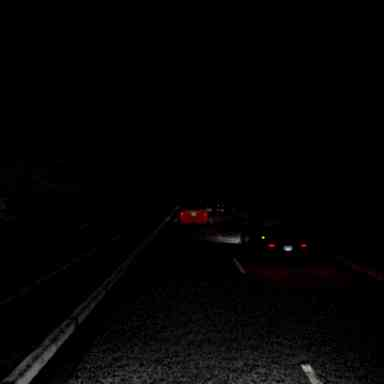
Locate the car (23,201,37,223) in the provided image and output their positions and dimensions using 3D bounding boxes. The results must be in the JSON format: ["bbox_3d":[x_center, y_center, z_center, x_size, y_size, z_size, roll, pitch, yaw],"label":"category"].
[{"bbox_3d":[-13.858,1.659,23.431,4.792,1.488,2.163,-1,0,-20],"label":"car"}]

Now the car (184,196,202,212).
[{"bbox_3d":[0.093,1.420,41.051,2.097,1.767,4.553,0,0,0],"label":"car"}]

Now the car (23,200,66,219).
[{"bbox_3d":[-13.862,1.493,29.445,4.553,1.767,2.185,-1,0,-20],"label":"car"}]

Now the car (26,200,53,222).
[{"bbox_3d":[-13.833,1.670,26.456,4.674,1.452,2.002,-1,0,-20],"label":"car"}]

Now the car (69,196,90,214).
[{"bbox_3d":[-13.820,1.592,35.456,5.008,1.535,2.097,-1,1,-20],"label":"car"}]

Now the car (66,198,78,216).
[{"bbox_3d":[-13.831,1.647,32.456,4.674,1.452,2.002,-1,0,-20],"label":"car"}]

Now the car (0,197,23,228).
[{"bbox_3d":[-13.862,1.377,20.432,5.566,2.045,2.435,-1,0,-20],"label":"car"}]

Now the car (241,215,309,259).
[{"bbox_3d":[3.097,1.638,13.006,1.812,1.442,4.674,0,0,0],"label":"car"}]

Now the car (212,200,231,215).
[{"bbox_3d":[3.093,1.590,35.969,2.128,1.511,4.902,0,0,0],"label":"car"}]

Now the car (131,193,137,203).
[{"bbox_3d":[-13.846,1.376,65.458,4.553,1.767,2.185,-1,0,-20],"label":"car"}]

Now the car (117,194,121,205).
[{"bbox_3d":[-13.993,1.519,50.394,5.366,1.575,1.946,-1,0,-20],"label":"car"}]

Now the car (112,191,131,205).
[{"bbox_3d":[-13.844,1.253,56.445,5.566,2.045,2.435,-1,0,-20],"label":"car"}]

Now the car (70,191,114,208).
[{"bbox_3d":[-13.802,1.292,44.475,5.566,2.045,2.435,-1,0,-20],"label":"car"}]

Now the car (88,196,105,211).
[{"bbox_3d":[-13.798,1.587,41.473,4.792,1.488,2.163,-1,0,-20],"label":"car"}]

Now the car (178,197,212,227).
[{"bbox_3d":[0.098,1.492,24.176,2.097,1.767,4.553,0,0,0],"label":"car"}]

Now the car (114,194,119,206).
[{"bbox_3d":[-13.647,1.524,47.528,5.366,1.575,1.946,-1,0,-20],"label":"car"}]
